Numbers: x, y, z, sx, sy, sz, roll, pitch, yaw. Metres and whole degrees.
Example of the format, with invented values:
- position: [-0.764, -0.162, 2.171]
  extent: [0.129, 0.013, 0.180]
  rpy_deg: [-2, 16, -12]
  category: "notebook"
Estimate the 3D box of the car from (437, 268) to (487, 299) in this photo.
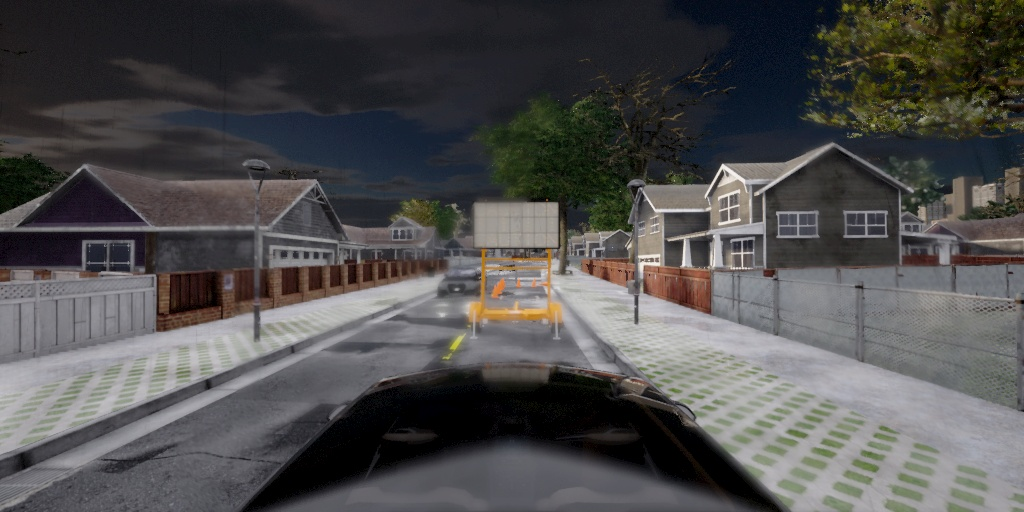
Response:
- position: [-2.389, 1.302, 18.008]
  extent: [1.994, 1.385, 4.181]
  rpy_deg: [0, 0, 3]
  category: "car"

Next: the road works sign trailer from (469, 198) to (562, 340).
- position: [0.126, 0.212, 10.022]
  extent: [2.380, 3.560, 2.880]
  rpy_deg: [0, 0, 2]
  category: "road works sign trailer"

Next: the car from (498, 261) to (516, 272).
- position: [-0.536, 1.166, 43.699]
  extent: [1.837, 1.490, 4.892]
  rpy_deg: [0, 0, 5]
  category: "car"
